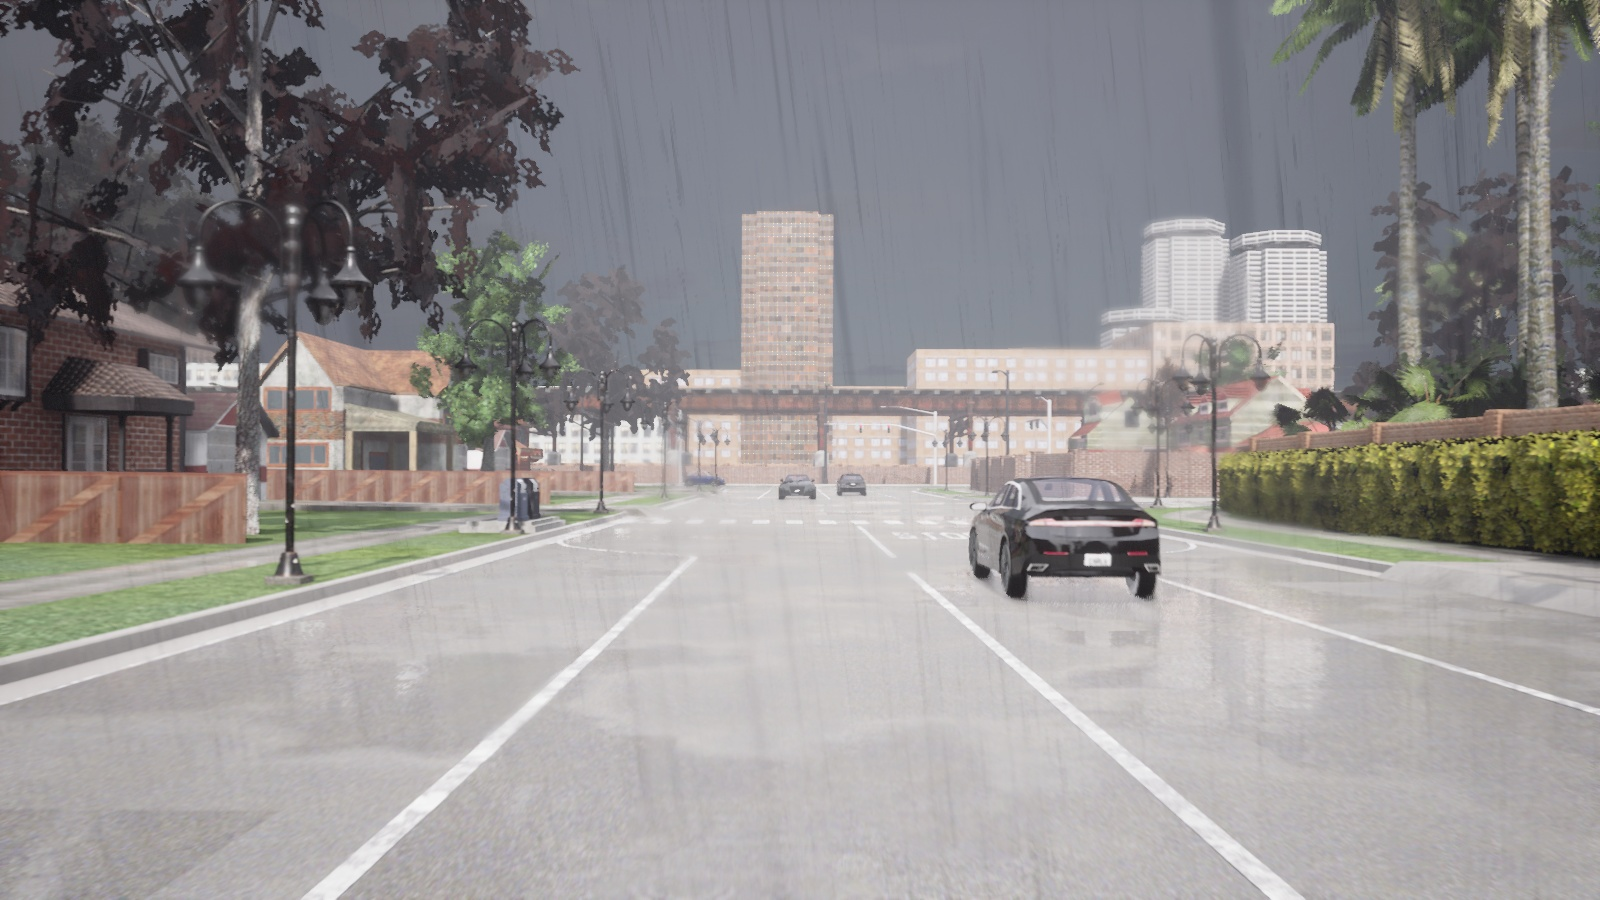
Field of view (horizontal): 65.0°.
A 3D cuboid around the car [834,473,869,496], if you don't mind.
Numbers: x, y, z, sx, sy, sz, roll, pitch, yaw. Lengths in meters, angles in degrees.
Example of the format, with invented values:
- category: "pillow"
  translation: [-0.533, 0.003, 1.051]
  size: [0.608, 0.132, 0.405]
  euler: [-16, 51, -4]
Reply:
- category: "car"
  translation: [3.335, 2.218, 81.769]
  size: [2.033, 1.411, 5.357]
  euler: [0, -1, 0]

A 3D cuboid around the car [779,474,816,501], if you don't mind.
- category: "car"
  translation: [-0.139, 2.036, 69.048]
  size: [1.994, 1.385, 4.181]
  euler: [0, -1, 0]

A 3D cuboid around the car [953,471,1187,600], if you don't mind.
- category: "car"
  translation: [3.465, 1.045, 17.190]
  size: [2.128, 1.511, 4.902]
  euler: [0, -1, 0]
